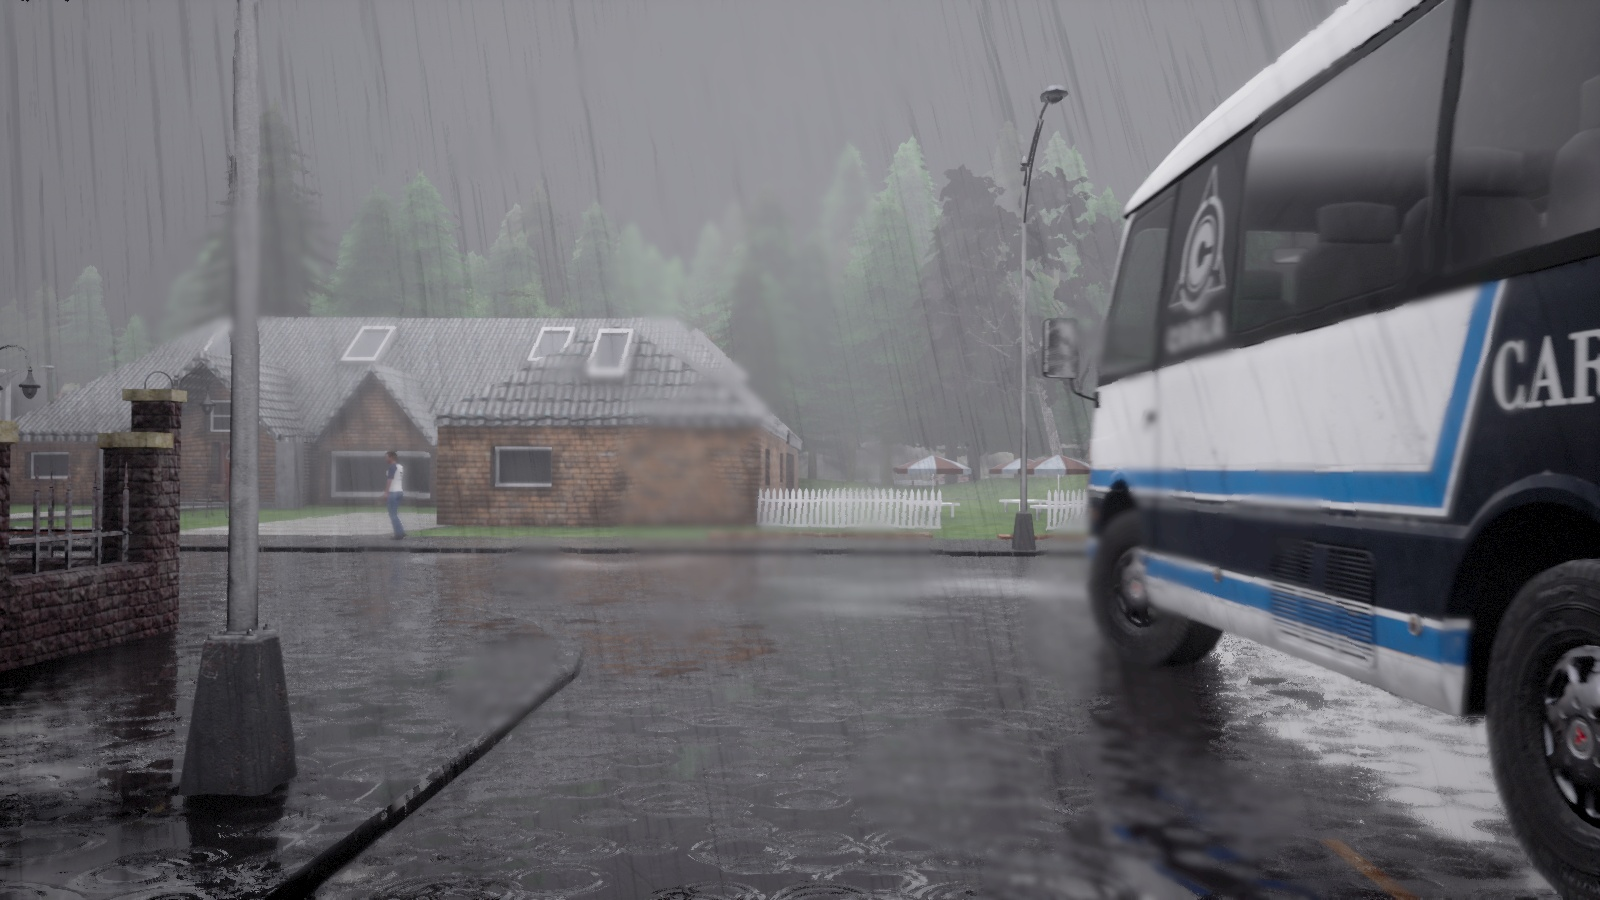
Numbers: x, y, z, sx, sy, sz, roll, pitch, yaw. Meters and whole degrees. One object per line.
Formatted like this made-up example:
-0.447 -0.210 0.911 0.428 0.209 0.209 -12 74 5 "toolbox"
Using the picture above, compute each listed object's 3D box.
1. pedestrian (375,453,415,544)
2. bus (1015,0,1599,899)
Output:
-8.247 0.981 25.578 0.706 1.836 0.354 0 -1 1 "pedestrian"
4.174 -0.459 7.154 3.944 4.253 10.273 1 -1 -1 "bus"
